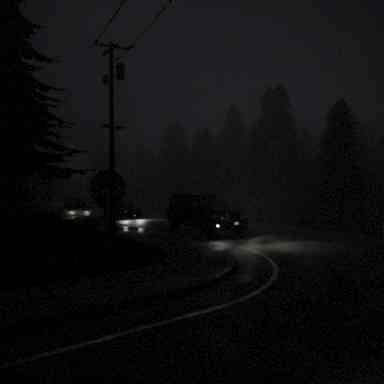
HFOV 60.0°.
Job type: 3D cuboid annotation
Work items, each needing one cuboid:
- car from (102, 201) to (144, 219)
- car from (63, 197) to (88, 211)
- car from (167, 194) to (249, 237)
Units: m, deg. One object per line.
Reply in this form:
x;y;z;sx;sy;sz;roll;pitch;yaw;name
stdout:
-5.936;1.435;28.063;2.033;1.411;5.357;0;0;-34;car
-14.026;1.369;39.944;1.882;1.535;5.008;0;1;-34;car
0.647;1.112;17.914;2.150;2.045;5.566;0;0;-32;car
